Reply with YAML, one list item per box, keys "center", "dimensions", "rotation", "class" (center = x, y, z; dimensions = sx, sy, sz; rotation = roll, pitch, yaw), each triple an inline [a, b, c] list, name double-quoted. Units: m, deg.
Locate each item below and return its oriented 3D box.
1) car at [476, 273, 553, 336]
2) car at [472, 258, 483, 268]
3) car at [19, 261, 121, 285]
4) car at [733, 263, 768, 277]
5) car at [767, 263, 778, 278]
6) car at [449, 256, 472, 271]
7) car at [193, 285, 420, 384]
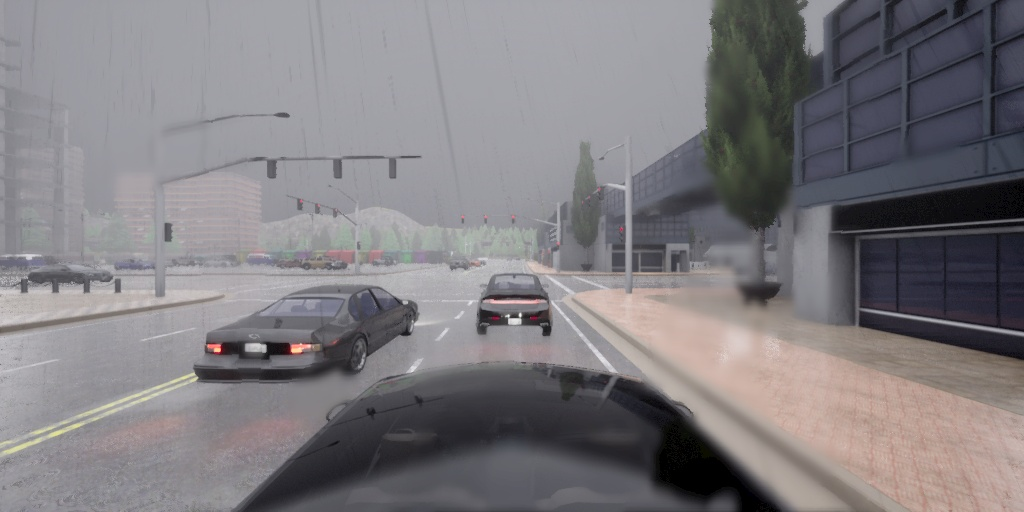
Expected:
- center: [0.068, 1.241, 10.382]
  dimensions: [2.128, 1.511, 4.902]
  rotation: [0, 0, 0]
  class: "car"
- center: [-6.776, 1.095, 62.716]
  dimensions: [2.097, 1.767, 4.553]
  rotation: [0, 0, 1]
  class: "car"
- center: [-31.461, 1.273, 25.611]
  dimensions: [4.674, 1.442, 1.812]
  rotation: [0, 0, 0]
  class: "car"
- center: [23.153, 1.310, 33.560]
  dimensions: [4.181, 1.385, 1.994]
  rotation: [0, 0, 0]
  class: "car"
- center: [24.670, 1.348, 30.054]
  dimensions: [4.718, 1.301, 1.895]
  rotation: [0, 0, 0]
  class: "car"
- center: [-7.197, 0.966, 49.357]
  dimensions: [2.150, 2.045, 5.566]
  rotation: [0, 0, 0]
  class: "car"
- center: [-3.437, 1.297, 7.352]
  dimensions: [2.033, 1.411, 5.357]
  rotation: [0, 0, 0]
  class: "car"
